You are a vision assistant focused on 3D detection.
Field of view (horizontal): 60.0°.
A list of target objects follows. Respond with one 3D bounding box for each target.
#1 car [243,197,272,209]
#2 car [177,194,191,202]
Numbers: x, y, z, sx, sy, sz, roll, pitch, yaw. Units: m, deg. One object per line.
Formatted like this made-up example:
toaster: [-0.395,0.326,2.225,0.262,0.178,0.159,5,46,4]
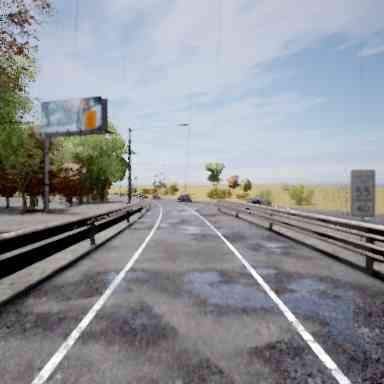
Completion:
car: [7.857,1.388,40.530,2.128,1.511,4.902,0,0,-17]
car: [-1.769,1.320,72.097,2.097,1.767,4.553,0,0,-17]
